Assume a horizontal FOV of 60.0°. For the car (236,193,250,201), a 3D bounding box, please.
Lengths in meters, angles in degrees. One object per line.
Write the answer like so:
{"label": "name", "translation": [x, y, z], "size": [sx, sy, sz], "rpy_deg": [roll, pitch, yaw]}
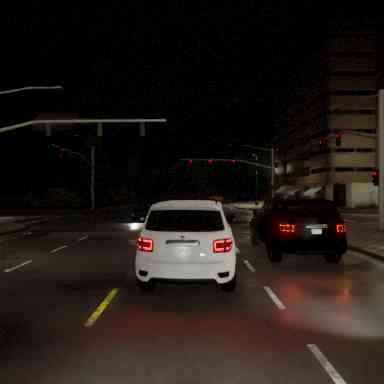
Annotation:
{"label": "car", "translation": [13.073, 1.225, 80.741], "size": [5.566, 2.045, 2.150], "rpy_deg": [0, 0, -41]}

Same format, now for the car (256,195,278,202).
{"label": "car", "translation": [18.202, 1.540, 80.233], "size": [5.357, 1.411, 2.033], "rpy_deg": [0, 0, -34]}

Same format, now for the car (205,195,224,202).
{"label": "car", "translation": [5.311, 1.478, 77.724], "size": [1.882, 1.535, 5.008], "rpy_deg": [0, 0, 38]}

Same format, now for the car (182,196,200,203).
{"label": "car", "translation": [-0.186, 1.507, 68.387], "size": [1.837, 1.490, 4.892], "rpy_deg": [0, -1, 22]}

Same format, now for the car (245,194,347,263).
{"label": "car", "translation": [3.577, 1.221, 12.180], "size": [2.150, 2.045, 5.566], "rpy_deg": [0, 0, 0]}

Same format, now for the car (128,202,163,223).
{"label": "car", "translation": [-3.610, 1.561, 26.589], "size": [2.033, 1.411, 5.357], "rpy_deg": [0, 0, 0]}

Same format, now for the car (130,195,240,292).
{"label": "car", "translation": [0.016, 1.221, 9.154], "size": [2.150, 2.045, 5.566], "rpy_deg": [0, 0, 4]}

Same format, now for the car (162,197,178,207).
{"label": "car", "translation": [-3.363, 1.504, 51.608], "size": [1.837, 1.490, 4.892], "rpy_deg": [0, 0, 3]}

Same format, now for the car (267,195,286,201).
{"label": "car", "translation": [21.840, 1.524, 86.259], "size": [4.674, 1.442, 1.812], "rpy_deg": [0, 0, -22]}
